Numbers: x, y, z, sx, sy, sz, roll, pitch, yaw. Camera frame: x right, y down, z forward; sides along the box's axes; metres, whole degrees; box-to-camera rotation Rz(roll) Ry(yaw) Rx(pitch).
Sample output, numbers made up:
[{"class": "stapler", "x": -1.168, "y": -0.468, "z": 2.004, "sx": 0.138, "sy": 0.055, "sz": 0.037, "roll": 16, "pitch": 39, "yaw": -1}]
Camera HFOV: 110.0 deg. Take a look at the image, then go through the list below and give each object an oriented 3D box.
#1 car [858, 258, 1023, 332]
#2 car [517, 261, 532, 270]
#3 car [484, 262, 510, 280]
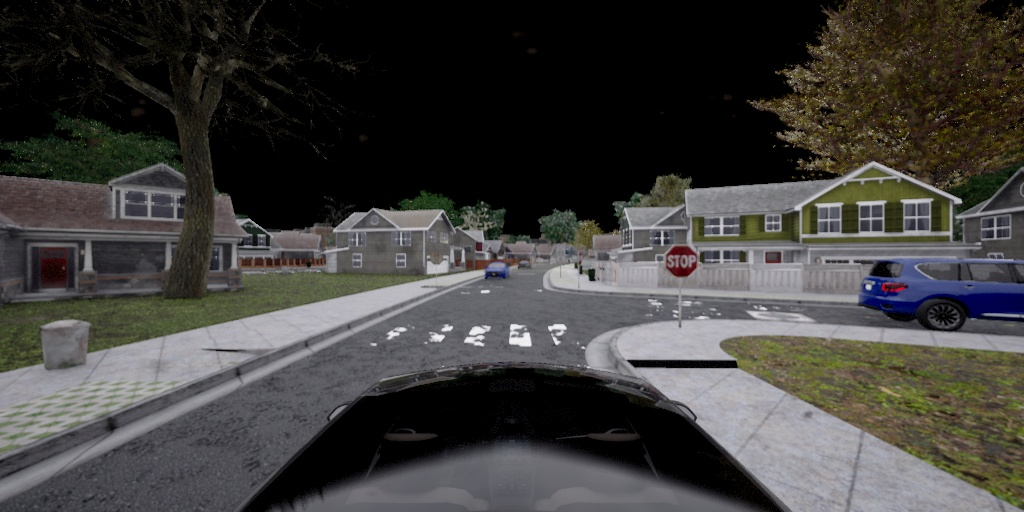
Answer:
[{"class": "car", "x": 13.596, "y": 1.080, "z": 10.112, "sx": 5.566, "sy": 2.045, "sz": 2.150, "roll": 0, "pitch": 0, "yaw": 24}, {"class": "car", "x": 2.074, "y": 1.467, "z": 58.109, "sx": 2.033, "sy": 1.411, "sz": 5.357, "roll": 0, "pitch": 0, "yaw": 10}, {"class": "car", "x": -1.307, "y": 1.314, "z": 33.139, "sx": 1.882, "sy": 1.535, "sz": 5.008, "roll": 0, "pitch": 0, "yaw": 6}]
